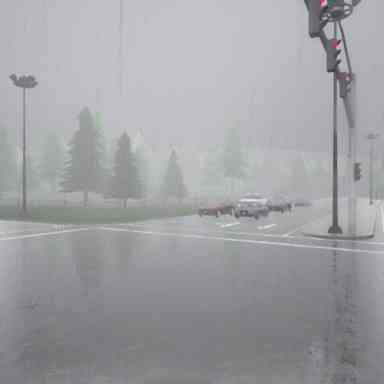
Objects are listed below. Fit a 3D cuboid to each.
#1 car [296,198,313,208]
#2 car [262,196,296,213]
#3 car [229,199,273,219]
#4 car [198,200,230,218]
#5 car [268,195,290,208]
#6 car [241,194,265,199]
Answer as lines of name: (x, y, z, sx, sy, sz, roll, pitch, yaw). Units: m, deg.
car: (16.124, 1.560, 48.050, 1.994, 1.385, 4.181, 0, 0, 30)
car: (9.624, 1.475, 36.582, 1.882, 1.535, 5.008, 0, 0, 30)
car: (5.222, 1.562, 28.845, 1.994, 1.385, 4.181, 0, 0, 30)
car: (2.339, 1.476, 30.800, 1.882, 1.535, 5.008, 0, 0, 30)
car: (13.067, 1.351, 49.755, 2.097, 1.767, 4.553, 0, 0, 30)
car: (7.260, 1.219, 39.500, 2.150, 2.045, 5.566, 0, 0, 29)
